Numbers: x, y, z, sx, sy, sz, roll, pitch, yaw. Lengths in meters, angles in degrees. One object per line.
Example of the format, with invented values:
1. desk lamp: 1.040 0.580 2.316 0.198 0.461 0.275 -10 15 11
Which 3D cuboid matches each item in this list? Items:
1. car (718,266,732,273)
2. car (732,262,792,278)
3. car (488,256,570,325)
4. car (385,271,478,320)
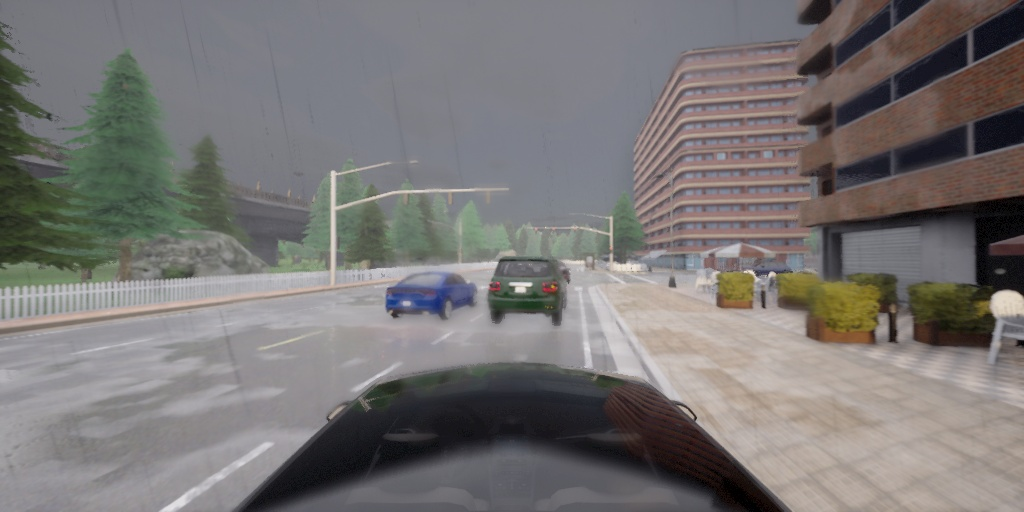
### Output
1. car: 25.729 1.550 40.206 4.674 1.442 1.812 0 0 10
2. car: 25.706 1.356 36.653 4.553 1.767 2.097 0 0 10
3. car: 0.735 1.032 12.413 2.150 2.045 5.566 0 0 11
4. car: -2.691 1.293 13.128 1.882 1.535 5.008 0 -1 11
